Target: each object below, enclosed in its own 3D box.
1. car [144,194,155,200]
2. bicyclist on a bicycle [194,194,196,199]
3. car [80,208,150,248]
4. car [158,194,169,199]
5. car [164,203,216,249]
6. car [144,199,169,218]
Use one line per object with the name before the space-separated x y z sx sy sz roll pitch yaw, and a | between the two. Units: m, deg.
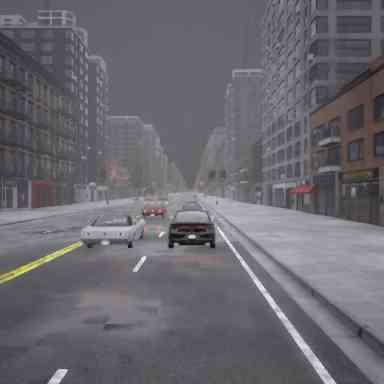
car | -9.750 1.299 75.961 2.097 1.767 4.553 0 0 0
bicyclist on a bicycle | 0.895 1.394 90.255 0.582 1.620 1.656 0 0 0
car | -3.250 1.615 14.680 1.895 1.301 4.718 0 0 0
car | -6.500 1.299 75.961 2.097 1.767 4.553 0 0 0
car | 0.000 1.483 14.650 1.882 1.535 5.008 0 0 0
car | -3.250 1.612 29.680 1.895 1.301 4.718 0 0 0
